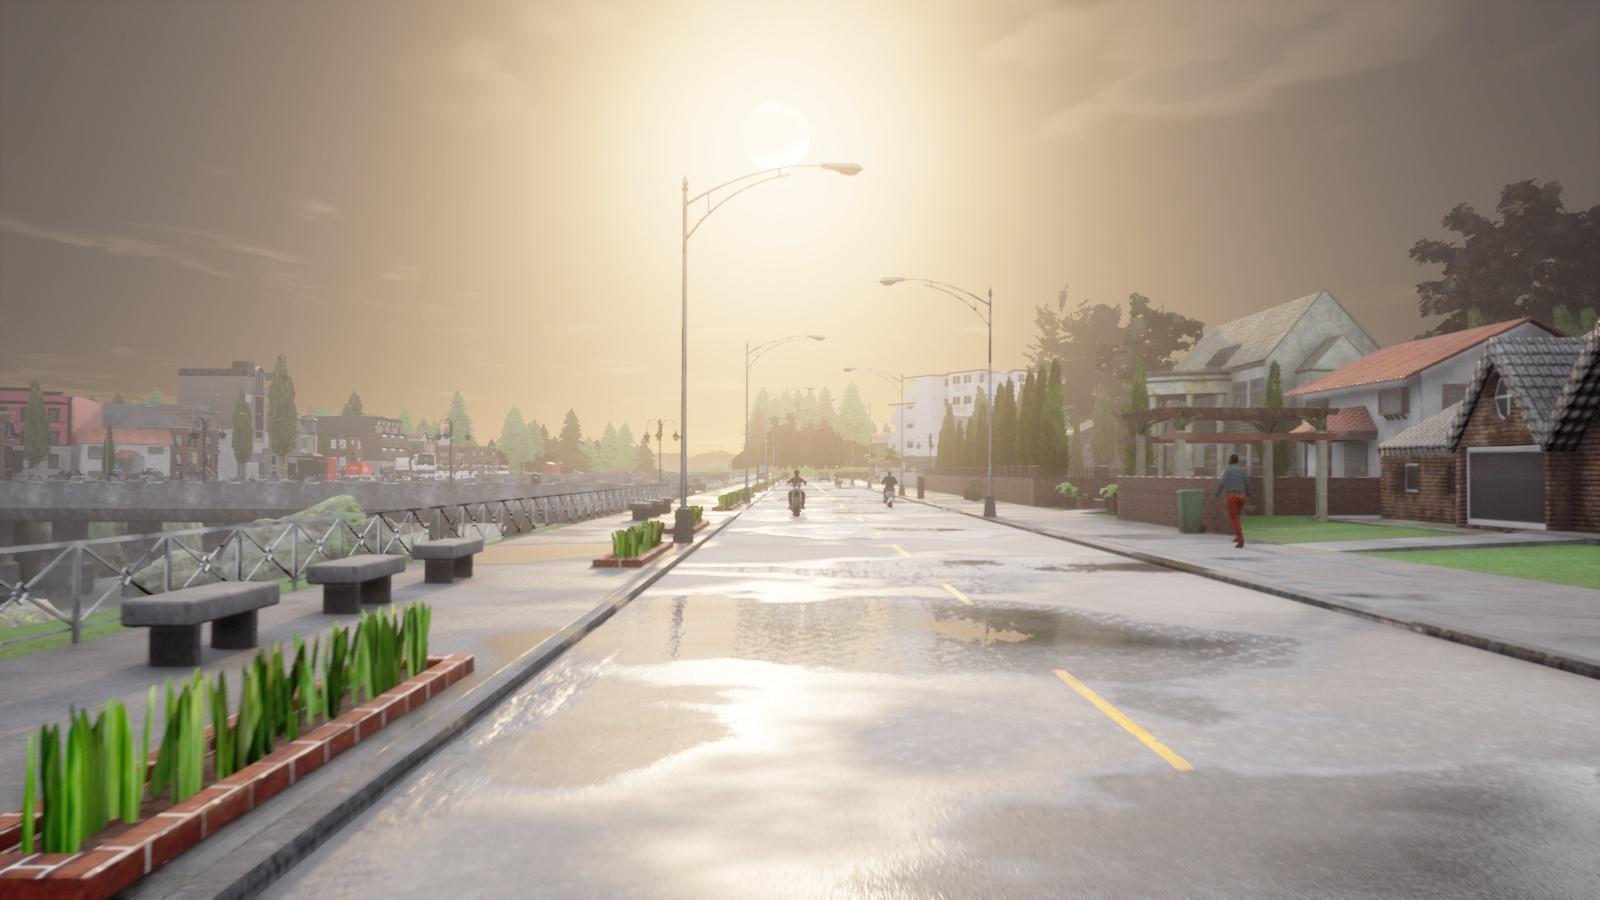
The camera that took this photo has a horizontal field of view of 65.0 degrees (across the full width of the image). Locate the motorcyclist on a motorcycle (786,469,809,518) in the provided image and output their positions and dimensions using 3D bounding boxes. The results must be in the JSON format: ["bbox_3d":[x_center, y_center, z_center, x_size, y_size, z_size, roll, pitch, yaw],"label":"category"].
[{"bbox_3d":[-0.102,1.493,43.450,0.766,1.649,2.350,0,-1,0],"label":"motorcyclist on a motorcycle"}]

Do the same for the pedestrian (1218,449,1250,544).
[{"bbox_3d":[8.480,0.901,24.537,0.353,1.847,0.614,0,-1,-5],"label":"pedestrian"}]

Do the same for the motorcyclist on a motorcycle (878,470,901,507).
[{"bbox_3d":[3.872,1.663,54.359,0.866,1.590,1.817,0,-1,0],"label":"motorcyclist on a motorcycle"}]
